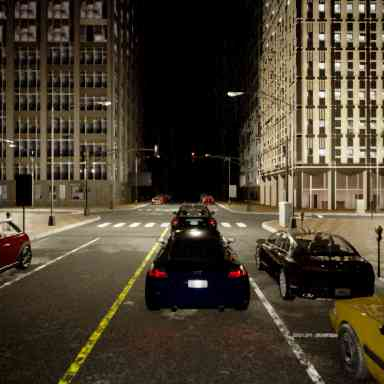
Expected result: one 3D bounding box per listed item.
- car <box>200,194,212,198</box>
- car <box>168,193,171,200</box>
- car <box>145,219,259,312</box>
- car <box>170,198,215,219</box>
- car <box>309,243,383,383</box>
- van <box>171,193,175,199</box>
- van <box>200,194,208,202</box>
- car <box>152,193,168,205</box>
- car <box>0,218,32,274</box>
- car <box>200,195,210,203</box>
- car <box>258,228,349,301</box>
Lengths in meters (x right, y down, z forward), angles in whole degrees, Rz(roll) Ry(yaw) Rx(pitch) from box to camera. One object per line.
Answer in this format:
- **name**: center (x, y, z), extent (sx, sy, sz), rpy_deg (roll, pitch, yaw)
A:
- **car**: center (2.761, 1.390, 57.383), extent (1.967, 1.590, 4.097), rpy_deg (0, 0, 0)
- **car**: center (-5.747, 1.253, 63.066), extent (2.192, 1.841, 5.009), rpy_deg (0, 0, 0)
- **car**: center (0.098, 1.563, 7.779), extent (1.994, 1.385, 4.181), rpy_deg (0, 0, 0)
- **car**: center (0.090, 1.347, 16.412), extent (2.097, 1.767, 4.553), rpy_deg (0, 0, 0)
- **car**: center (2.690, 1.525, 2.625), extent (1.752, 1.417, 4.829), rpy_deg (0, 0, 0)
- **van**: center (-5.726, 1.239, 80.121), extent (1.690, 1.788, 3.998), rpy_deg (0, 0, 0)
- **van**: center (2.657, 1.253, 74.436), extent (1.690, 1.788, 3.998), rpy_deg (0, 0, 0)
- **car**: center (-5.811, 1.390, 57.380), extent (1.967, 1.590, 4.097), rpy_deg (0, 0, 0)
- **car**: center (-5.692, 1.439, 8.117), extent (1.967, 1.590, 4.097), rpy_deg (0, 0, 0)
- **car**: center (2.659, 1.365, 68.751), extent (1.967, 1.590, 4.097), rpy_deg (0, 0, 0)
- **car**: center (2.688, 1.550, 8.123), extent (2.008, 1.369, 4.403), rpy_deg (0, 0, 0)
